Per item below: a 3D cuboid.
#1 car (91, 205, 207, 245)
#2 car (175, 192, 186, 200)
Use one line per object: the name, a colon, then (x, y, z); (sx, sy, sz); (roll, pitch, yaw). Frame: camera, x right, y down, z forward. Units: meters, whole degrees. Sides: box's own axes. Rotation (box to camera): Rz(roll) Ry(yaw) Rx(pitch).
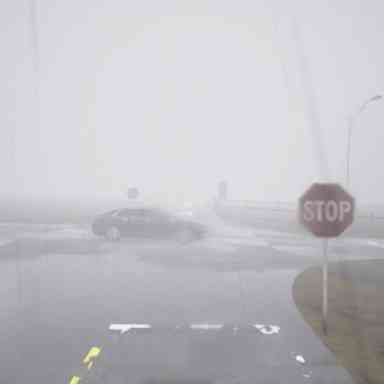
car: (-1.769, 1.366, 14.233); (4.892, 1.490, 1.837); (2, 0, 0)
car: (-2.266, 0.749, 66.166); (2.097, 1.767, 4.553); (0, 0, 0)
